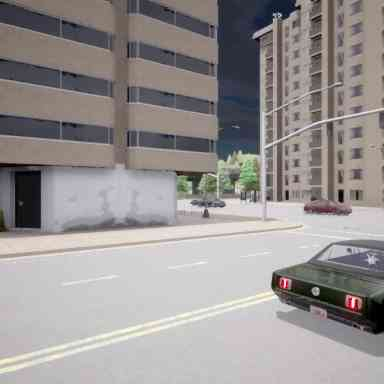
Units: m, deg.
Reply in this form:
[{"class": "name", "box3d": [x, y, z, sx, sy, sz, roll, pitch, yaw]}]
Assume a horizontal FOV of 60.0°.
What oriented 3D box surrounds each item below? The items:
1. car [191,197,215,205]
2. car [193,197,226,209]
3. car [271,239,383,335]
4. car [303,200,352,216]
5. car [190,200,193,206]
[{"class": "car", "box3d": [1.882, 1.601, 59.900, 1.895, 1.301, 4.718, 0, 0, -35]}, {"class": "car", "box3d": [2.719, 1.504, 46.442, 1.837, 1.490, 4.892, 0, 0, -36]}, {"class": "car", "box3d": [3.814, 1.601, 6.494, 4.718, 1.301, 1.895, 0, 0, -35]}, {"class": "car", "box3d": [13.081, 1.526, 32.345, 1.812, 1.442, 4.674, 0, 0, -39]}, {"class": "car", "box3d": [1.533, 1.564, 54.350, 1.994, 1.385, 4.181, 0, 0, -36]}]
